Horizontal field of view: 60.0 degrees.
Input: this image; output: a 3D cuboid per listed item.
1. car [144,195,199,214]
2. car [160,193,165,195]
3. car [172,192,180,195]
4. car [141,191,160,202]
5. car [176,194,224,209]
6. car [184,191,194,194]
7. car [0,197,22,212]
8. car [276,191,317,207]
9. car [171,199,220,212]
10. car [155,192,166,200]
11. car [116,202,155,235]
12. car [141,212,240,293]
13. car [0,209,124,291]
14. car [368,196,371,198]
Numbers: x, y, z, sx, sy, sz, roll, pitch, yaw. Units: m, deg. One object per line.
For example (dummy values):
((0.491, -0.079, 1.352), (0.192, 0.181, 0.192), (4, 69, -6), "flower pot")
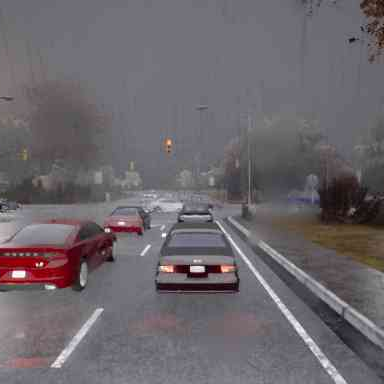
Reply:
((-1.941, 1.301, 31.592), (4.674, 1.442, 1.812), (0, 1, -3), "car")
((-7.021, 0.962, 65.409), (2.128, 1.511, 4.902), (0, 1, 0), "car")
((-3.797, 0.775, 82.756), (2.128, 1.511, 4.902), (0, 1, -3), "car")
((-7.066, 0.790, 55.237), (2.150, 2.045, 5.566), (0, 1, 0), "car")
((0.964, 1.234, 35.260), (4.902, 1.511, 2.128), (0, 1, -3), "car")
((-0.449, 0.714, 86.177), (2.128, 1.511, 4.902), (0, 1, -4), "car")
((-20.224, 1.244, 34.176), (4.902, 1.511, 2.128), (0, 1, -5), "car")
((13.785, 0.895, 43.189), (5.566, 2.045, 2.150), (0, 1, -4), "car")
((0.138, 1.380, 18.611), (2.128, 1.511, 4.902), (0, 0, -1), "car")
((-7.086, 0.871, 75.797), (2.128, 1.511, 4.902), (0, 1, -1), "car")
((-3.390, 1.458, 17.980), (1.994, 1.385, 4.181), (0, 1, 0), "car")
((0.104, 1.515, 8.919), (2.033, 1.411, 5.357), (0, 0, 0), "car")
((-3.393, 1.445, 8.993), (1.882, 1.535, 5.008), (0, 0, 0), "car")
((24.086, 1.216, 43.767), (5.357, 1.411, 2.033), (0, 1, -3), "car")
